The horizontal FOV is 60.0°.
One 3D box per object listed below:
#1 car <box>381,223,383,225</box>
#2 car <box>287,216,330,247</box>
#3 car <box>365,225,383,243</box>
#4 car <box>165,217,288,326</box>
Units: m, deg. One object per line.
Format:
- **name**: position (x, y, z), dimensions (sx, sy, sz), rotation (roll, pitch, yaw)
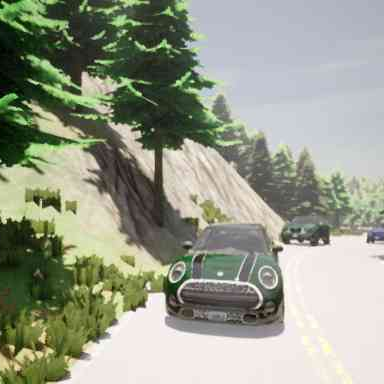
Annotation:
- **car**: position (23.249, 4.664, 38.919), dimensions (2.150, 2.045, 5.566), rotation (-1, -6, 35)
- **car**: position (8.163, 2.690, 23.488), dimensions (2.150, 2.045, 5.566), rotation (-1, -6, 35)
- **car**: position (17.250, 3.997, 30.468), dimensions (1.812, 1.442, 4.674), rotation (-1, -6, 36)
- **car**: position (0.944, 1.503, 7.578), dimensions (2.097, 1.767, 4.553), rotation (0, -2, 13)
